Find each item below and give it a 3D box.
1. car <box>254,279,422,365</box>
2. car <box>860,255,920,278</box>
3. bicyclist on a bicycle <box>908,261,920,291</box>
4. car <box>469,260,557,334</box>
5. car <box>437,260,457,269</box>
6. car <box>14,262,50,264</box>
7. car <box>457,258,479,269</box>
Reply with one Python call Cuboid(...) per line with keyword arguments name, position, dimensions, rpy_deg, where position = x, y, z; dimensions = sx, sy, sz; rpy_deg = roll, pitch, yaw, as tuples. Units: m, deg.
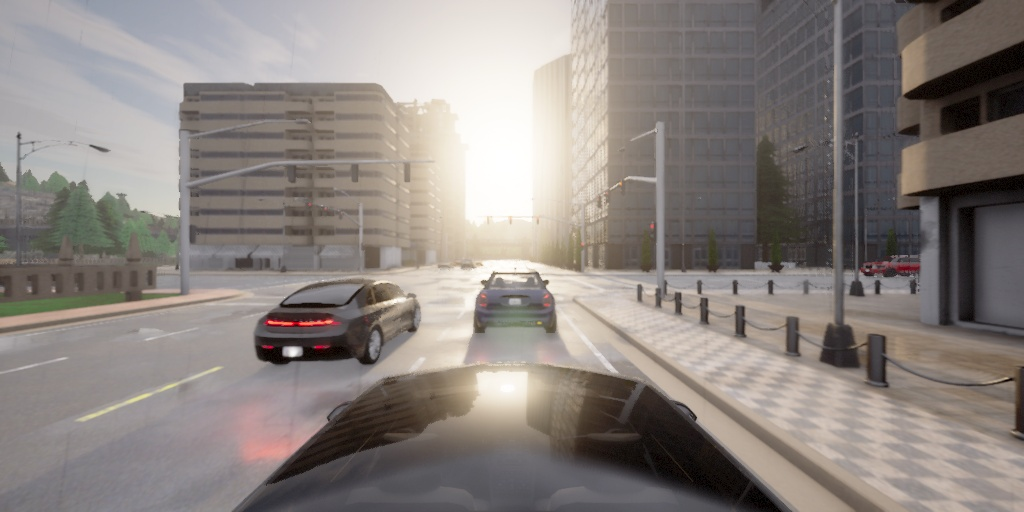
Cuboid(name="car", position=(-3.425, 1.262, 8.051), dimensions=(1.837, 1.490, 4.892), rpy_deg=(0, 0, 0))
Cuboid(name="car", position=(35.122, 0.958, 32.602), dimensions=(5.566, 2.045, 2.150), rpy_deg=(0, 0, 0))
Cuboid(name="bicyclist on a bicycle", position=(21.021, 1.019, 18.220), dimensions=(0.582, 1.620, 1.656), rpy_deg=(0, 0, 0))
Cuboid(name="car", position=(0.092, 1.115, 10.820), dimensions=(2.097, 1.767, 4.553), rpy_deg=(0, 0, 0))
Cuboid(name="car", position=(-10.484, 1.365, 57.118), dimensions=(2.033, 1.411, 5.357), rpy_deg=(0, 0, 1))
Cuboid(name="car", position=(-36.540, 1.228, 27.465), dimensions=(4.892, 1.490, 1.837), rpy_deg=(0, 0, 16))
Cuboid(name="car", position=(-6.988, 1.170, 57.262), dimensions=(2.097, 1.767, 4.553), rpy_deg=(0, 0, 1))
